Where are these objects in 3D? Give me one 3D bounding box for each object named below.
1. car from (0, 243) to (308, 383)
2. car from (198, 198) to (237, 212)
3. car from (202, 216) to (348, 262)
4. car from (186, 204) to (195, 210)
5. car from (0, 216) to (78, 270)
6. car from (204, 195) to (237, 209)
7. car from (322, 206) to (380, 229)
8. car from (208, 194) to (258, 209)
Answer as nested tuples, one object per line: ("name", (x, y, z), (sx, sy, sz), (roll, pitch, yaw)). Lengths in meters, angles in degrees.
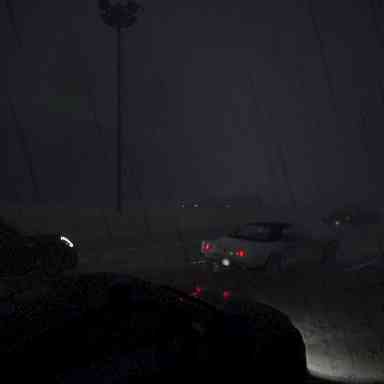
("car", (-0.749, 1.565, 3.345), (4.181, 1.385, 1.994), (0, 0, -36))
("car", (3.042, 1.480, 38.856), (4.892, 1.490, 1.837), (0, 0, -45))
("car", (2.649, 1.590, 10.285), (4.718, 1.301, 1.895), (0, 0, -38))
("car", (1.159, 1.335, 32.260), (4.553, 1.767, 2.097), (0, 0, -43))
("car", (-5.396, 1.363, 8.623), (4.553, 1.767, 2.097), (0, 0, -36))
("car", (3.906, 1.323, 44.712), (2.097, 1.767, 4.553), (0, 0, 44))
("car", (10.334, 1.565, 21.393), (4.718, 1.301, 1.895), (0, 0, -42))
("car", (4.272, 1.197, 30.333), (5.566, 2.045, 2.150), (0, 0, -43))
